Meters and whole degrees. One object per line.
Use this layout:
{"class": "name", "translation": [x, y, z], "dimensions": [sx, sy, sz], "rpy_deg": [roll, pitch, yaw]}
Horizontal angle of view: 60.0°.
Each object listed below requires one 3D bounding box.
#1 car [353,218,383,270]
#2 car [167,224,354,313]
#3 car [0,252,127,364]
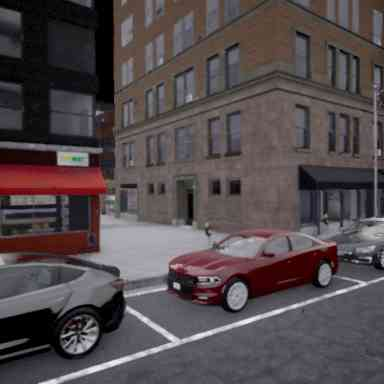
{"class": "car", "translation": [6.088, 1.550, 10.886], "dimensions": [4.403, 1.369, 2.008], "rpy_deg": [0, -1, -35]}
{"class": "car", "translation": [1.543, 1.544, 7.643], "dimensions": [4.507, 1.381, 1.887], "rpy_deg": [0, -1, -35]}
{"class": "car", "translation": [-3.001, 1.566, 4.401], "dimensions": [4.313, 1.339, 1.947], "rpy_deg": [0, -1, -35]}
